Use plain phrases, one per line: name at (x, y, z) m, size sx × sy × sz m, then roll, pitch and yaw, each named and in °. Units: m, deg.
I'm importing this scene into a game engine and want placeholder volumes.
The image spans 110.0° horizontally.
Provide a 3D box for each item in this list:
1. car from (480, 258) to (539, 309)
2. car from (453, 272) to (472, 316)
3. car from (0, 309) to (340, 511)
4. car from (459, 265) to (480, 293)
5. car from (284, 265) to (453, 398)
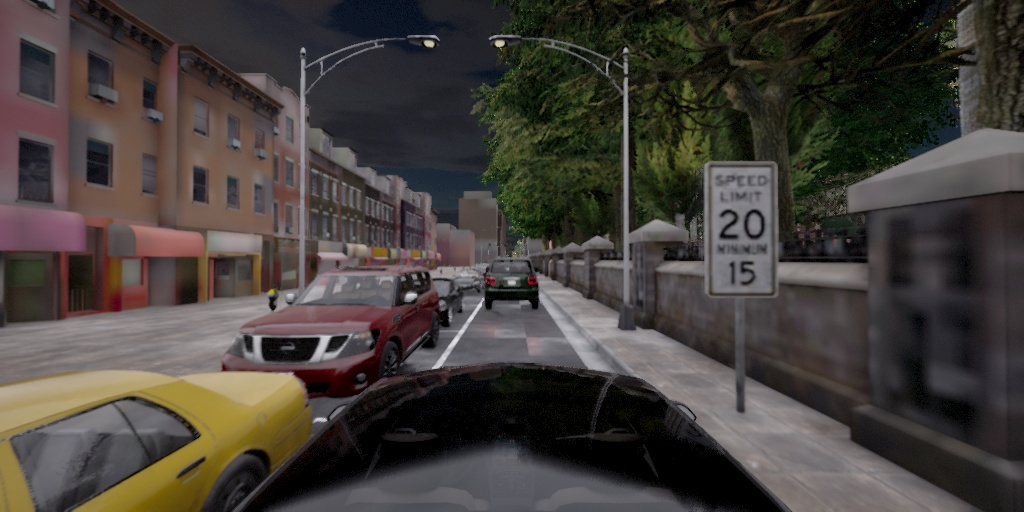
car at (-0.006, 1.101, 15.871) m, size 2.150 × 2.045 × 5.566 m, roll 0°, pitch 0°, yaw 0°
car at (-2.659, 1.413, 11.937) m, size 1.948 × 1.339 × 4.313 m, roll 0°, pitch 0°, yaw 0°
car at (-2.652, 1.272, 1.229) m, size 1.751 × 1.417 × 4.829 m, roll 0°, pitch 0°, yaw 0°
car at (-2.661, 1.498, 22.476) m, size 2.007 × 1.370 × 4.403 m, roll 0°, pitch 0°, yaw 0°
car at (-2.658, 1.112, 6.667) m, size 2.192 × 1.841 × 5.009 m, roll 0°, pitch 0°, yaw 0°
